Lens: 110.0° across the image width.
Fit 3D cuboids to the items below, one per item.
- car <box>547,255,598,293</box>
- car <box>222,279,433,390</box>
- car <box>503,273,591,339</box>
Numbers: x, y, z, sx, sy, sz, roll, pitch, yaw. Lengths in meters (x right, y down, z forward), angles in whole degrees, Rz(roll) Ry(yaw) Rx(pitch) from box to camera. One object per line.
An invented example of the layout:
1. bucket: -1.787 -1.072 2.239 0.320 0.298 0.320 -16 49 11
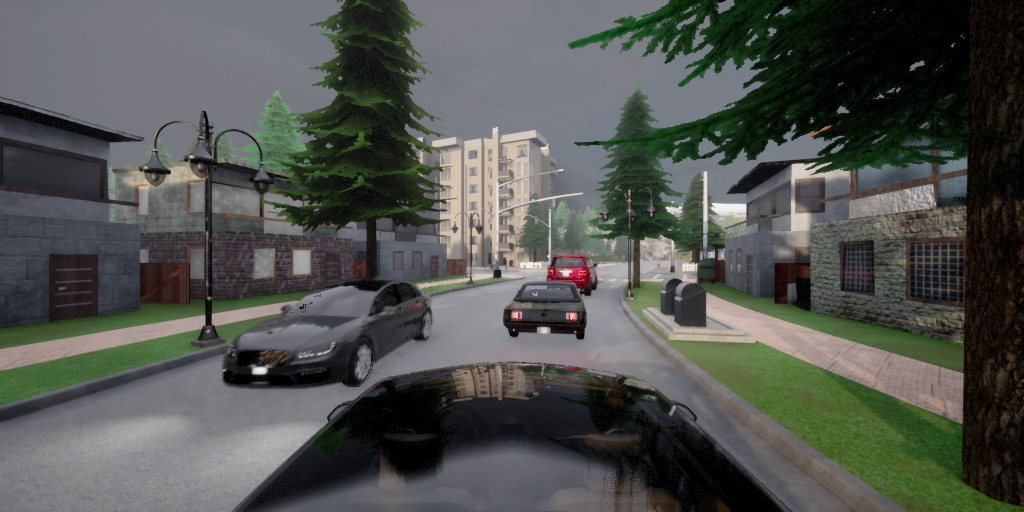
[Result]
1. car: 3.370 0.971 19.596 2.150 2.045 5.566 0 0 18
2. car: -3.049 1.255 7.116 1.837 1.490 4.892 0 0 6
3. car: 1.073 1.351 10.100 1.895 1.301 4.718 0 0 9
